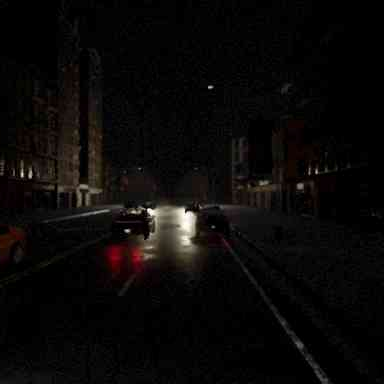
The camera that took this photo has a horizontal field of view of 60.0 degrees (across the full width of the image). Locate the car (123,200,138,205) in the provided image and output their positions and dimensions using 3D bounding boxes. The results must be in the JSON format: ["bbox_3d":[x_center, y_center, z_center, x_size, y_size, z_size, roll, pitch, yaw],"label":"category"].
[{"bbox_3d":[-9.828,2.103,53.642,1.837,1.490,4.892,0,0,0],"label":"car"}]

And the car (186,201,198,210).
[{"bbox_3d":[-0.016,2.212,54.820,1.895,1.301,4.718,0,-1,0],"label":"car"}]

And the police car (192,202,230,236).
[{"bbox_3d":[1.132,1.657,20.268,1.930,1.638,5.238,0,-1,0],"label":"police car"}]

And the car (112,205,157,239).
[{"bbox_3d":[-3.155,1.705,18.678,2.128,1.511,4.902,0,-1,0],"label":"car"}]

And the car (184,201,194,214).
[{"bbox_3d":[0.016,2.079,42.661,1.895,1.301,4.718,0,-1,0],"label":"car"}]

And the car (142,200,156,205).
[{"bbox_3d":[-6.593,2.067,51.566,2.128,1.511,4.902,0,-1,0],"label":"car"}]

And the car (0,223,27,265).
[{"bbox_3d":[-6.603,1.587,9.408,1.882,1.535,5.008,0,-1,0],"label":"car"}]
